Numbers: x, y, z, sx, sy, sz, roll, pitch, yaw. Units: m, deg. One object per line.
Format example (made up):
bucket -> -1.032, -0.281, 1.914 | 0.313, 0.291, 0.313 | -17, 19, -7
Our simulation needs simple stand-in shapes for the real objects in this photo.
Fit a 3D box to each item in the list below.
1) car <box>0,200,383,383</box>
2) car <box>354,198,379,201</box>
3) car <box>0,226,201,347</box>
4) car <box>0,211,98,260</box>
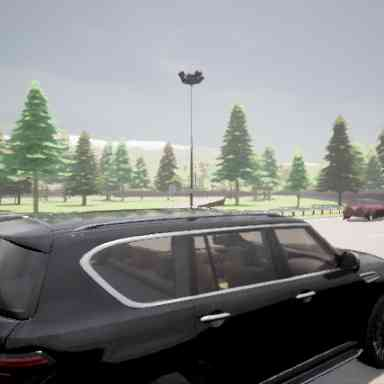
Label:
car -> 0.428, 1.221, 4.053 | 5.566, 2.045, 2.150 | 0, 0, -35
car -> 14.231, 1.331, 26.789 | 4.553, 1.767, 2.097 | 0, 0, -35
car -> -2.091, 1.563, 6.554 | 4.181, 1.385, 1.994 | 0, 0, -35
car -> -6.070, 1.525, 12.320 | 4.674, 1.442, 1.812 | 0, 0, -35
